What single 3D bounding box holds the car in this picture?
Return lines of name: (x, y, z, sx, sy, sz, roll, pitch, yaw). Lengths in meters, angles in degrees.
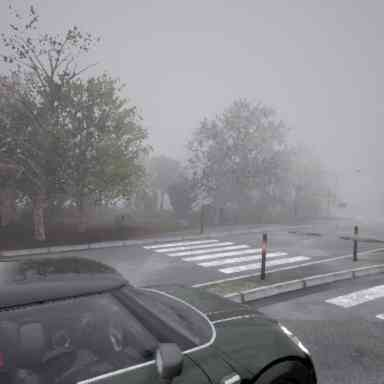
car: (-1.058, 1.352, 2.639, 4.553, 1.767, 2.097, 0, 0, -35)
